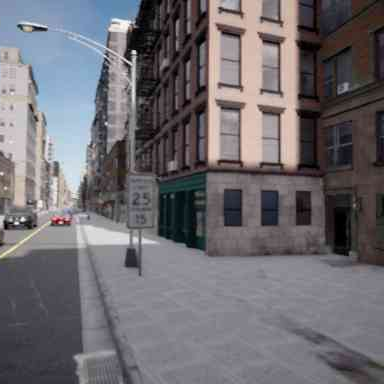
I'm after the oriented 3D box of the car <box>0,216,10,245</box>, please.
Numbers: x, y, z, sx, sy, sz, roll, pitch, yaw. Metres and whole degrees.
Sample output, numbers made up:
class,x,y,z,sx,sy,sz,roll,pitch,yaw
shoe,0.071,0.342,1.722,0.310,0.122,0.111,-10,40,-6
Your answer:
class,x,y,z,sx,sy,sz,roll,pitch,yaw
car,-10.412,2.083,16.065,1.994,1.385,4.181,1,-2,-20

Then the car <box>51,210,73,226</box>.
class,x,y,z,sx,sy,sz,roll,pitch,yaw
car,-13.701,2.833,34.997,1.895,1.301,4.718,1,-2,-19

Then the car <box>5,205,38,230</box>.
class,x,y,z,sx,sy,sz,roll,pitch,yaw
car,-15.233,2.223,29.815,2.150,2.045,5.566,1,-1,-19
